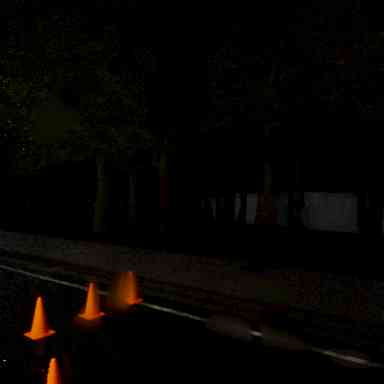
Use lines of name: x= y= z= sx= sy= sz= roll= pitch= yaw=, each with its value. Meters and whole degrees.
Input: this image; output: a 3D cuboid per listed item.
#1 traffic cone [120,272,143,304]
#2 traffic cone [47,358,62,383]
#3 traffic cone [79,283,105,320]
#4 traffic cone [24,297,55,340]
traffic cone: x=-1.263 y=1.975 z=6.937 sx=0.340 sy=0.580 sz=0.340 roll=0 pitch=0 yaw=36
traffic cone: x=-1.384 y=1.966 z=3.334 sx=0.340 sy=0.580 sz=0.340 roll=0 pitch=0 yaw=36
traffic cone: x=-1.846 y=1.974 z=6.124 sx=0.340 sy=0.580 sz=0.340 roll=0 pitch=0 yaw=36
traffic cone: x=-2.428 y=1.973 z=5.312 sx=0.340 sy=0.580 sz=0.340 roll=0 pitch=0 yaw=36
